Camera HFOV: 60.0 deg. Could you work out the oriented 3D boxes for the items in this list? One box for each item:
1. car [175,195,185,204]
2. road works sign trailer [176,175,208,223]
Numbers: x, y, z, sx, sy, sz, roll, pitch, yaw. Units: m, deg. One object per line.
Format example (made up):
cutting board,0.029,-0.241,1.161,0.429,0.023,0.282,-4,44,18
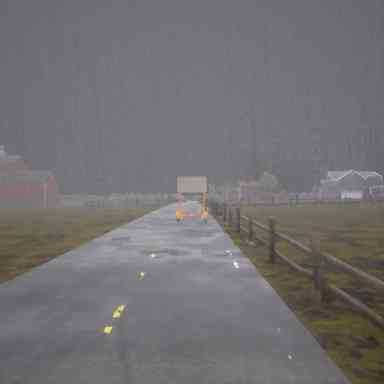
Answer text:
car,-2.750,1.629,76.730,2.150,2.045,5.566,0,-1,0
road works sign trailer,-0.001,0.497,25.429,2.380,3.560,2.880,0,0,0
